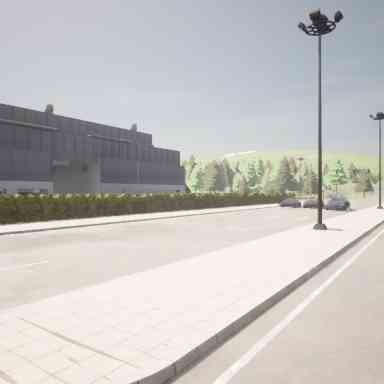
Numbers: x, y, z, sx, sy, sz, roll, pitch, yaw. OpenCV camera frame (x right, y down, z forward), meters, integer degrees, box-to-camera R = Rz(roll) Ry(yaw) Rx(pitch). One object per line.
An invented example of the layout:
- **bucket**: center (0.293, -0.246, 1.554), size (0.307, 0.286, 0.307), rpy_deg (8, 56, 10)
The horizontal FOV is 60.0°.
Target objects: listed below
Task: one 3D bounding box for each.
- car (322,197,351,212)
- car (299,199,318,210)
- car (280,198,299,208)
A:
- **car**: center (17.201, 1.352, 39.108), size (2.097, 1.767, 4.553), rpy_deg (0, 0, 35)
- **car**: center (15.917, 1.564, 43.388), size (1.994, 1.385, 4.181), rpy_deg (0, 0, 35)
- **car**: center (13.857, 1.564, 46.554), size (1.994, 1.385, 4.181), rpy_deg (0, 0, 35)
